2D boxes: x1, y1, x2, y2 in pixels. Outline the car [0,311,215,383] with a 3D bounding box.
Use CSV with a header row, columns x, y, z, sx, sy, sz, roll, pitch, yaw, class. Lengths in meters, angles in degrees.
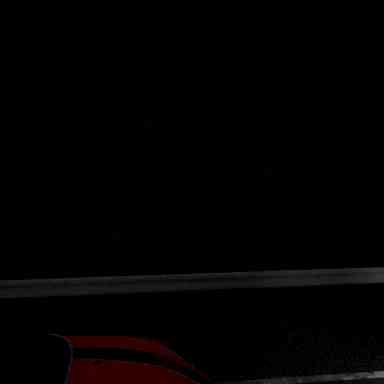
x,y,z,sx,sy,sz,roll,pitch,yaw,class
-1.856,1.352,1.660,4.553,1.767,2.097,0,0,-6,car
